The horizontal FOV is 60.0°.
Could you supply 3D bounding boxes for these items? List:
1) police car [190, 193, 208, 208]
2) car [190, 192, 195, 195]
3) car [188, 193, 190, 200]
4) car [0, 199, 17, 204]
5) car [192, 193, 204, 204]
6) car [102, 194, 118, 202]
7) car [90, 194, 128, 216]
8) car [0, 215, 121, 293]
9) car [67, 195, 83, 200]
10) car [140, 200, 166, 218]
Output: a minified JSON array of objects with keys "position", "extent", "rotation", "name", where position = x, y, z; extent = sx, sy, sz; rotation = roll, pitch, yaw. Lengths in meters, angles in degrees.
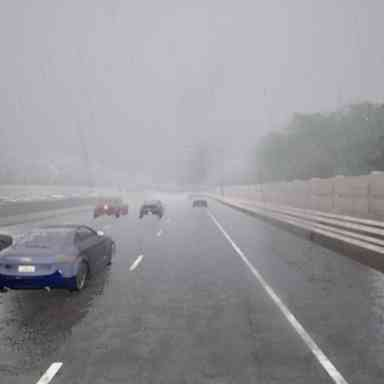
[{"position":[1.069,1.313,44.740],"extent":[1.930,1.638,5.238],"rotation":[0,0,0],"name":"police car"},{"position":[1.072,1.200,54.598],"extent":[2.097,1.767,4.553],"rotation":[0,0,0],"name":"car"},{"position":[0.033,1.080,79.338],"extent":[1.994,1.385,4.181],"rotation":[0,1,0],"name":"car"},{"position":[-17.581,1.419,30.330],"extent":[2.128,1.511,4.902],"rotation":[0,0,0],"name":"car"},{"position":[1.074,1.167,60.597],"extent":[2.097,1.767,4.553],"rotation":[0,0,0],"name":"car"},{"position":[-17.471,1.233,71.170],"extent":[2.128,1.511,4.902],"rotation":[0,0,0],"name":"car"},{"position":[-6.888,1.282,28.777],"extent":[2.097,1.767,4.553],"rotation":[0,0,0],"name":"car"},{"position":[-3.396,1.543,8.841],"extent":[1.994,1.385,4.181],"rotation":[0,0,0],"name":"car"},{"position":[-24.471,1.315,69.749],"extent":[1.895,1.301,4.718],"rotation":[0,0,0],"name":"car"},{"position":[-3.387,1.434,29.094],"extent":[1.837,1.490,4.892],"rotation":[0,0,0],"name":"car"}]
